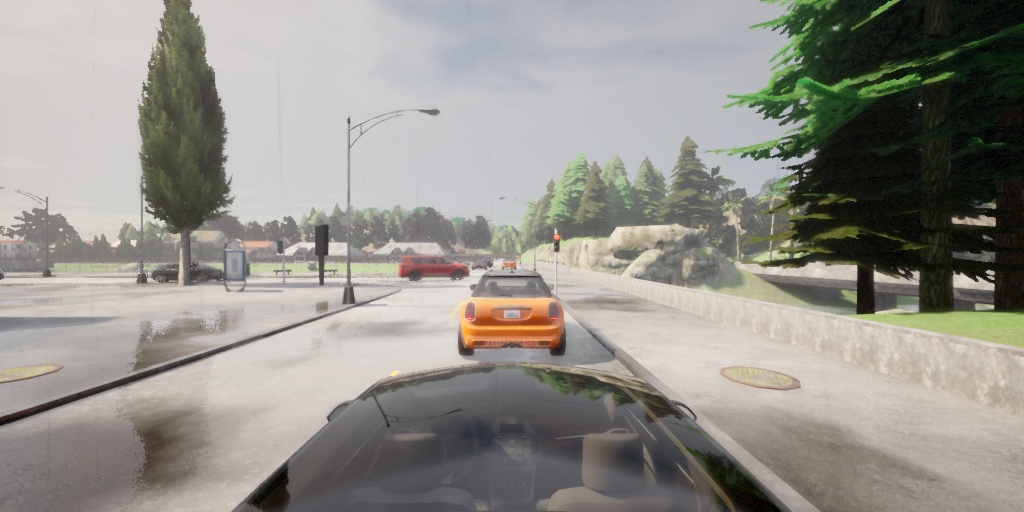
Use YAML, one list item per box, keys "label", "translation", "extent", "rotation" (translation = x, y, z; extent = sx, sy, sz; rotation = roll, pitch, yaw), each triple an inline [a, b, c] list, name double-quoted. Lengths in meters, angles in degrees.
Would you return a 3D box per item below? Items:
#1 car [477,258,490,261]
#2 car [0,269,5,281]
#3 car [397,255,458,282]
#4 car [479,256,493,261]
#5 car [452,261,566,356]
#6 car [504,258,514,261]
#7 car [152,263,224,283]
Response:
- label: "car"
  translation: [-4.549, 1.314, 51.197]
  extent: [1.994, 1.385, 4.181]
  rotation: [0, 0, 0]
- label: "car"
  translation: [-41.307, 1.105, 26.816]
  extent: [4.553, 1.767, 2.097]
  rotation: [0, 0, -1]
- label: "car"
  translation: [-6.212, 0.972, 28.470]
  extent: [5.566, 2.045, 2.150]
  rotation: [0, 1, -21]
- label: "car"
  translation: [-4.622, 0.971, 60.793]
  extent: [2.150, 2.045, 5.566]
  rotation: [0, 0, 0]
- label: "car"
  translation: [-0.003, 1.102, 8.792]
  extent: [2.097, 1.767, 4.553]
  rotation: [0, 0, 0]
- label: "car"
  translation: [-0.413, 1.102, 55.289]
  extent: [2.097, 1.767, 4.553]
  rotation: [0, 0, 0]
- label: "car"
  translation: [-24.039, 1.256, 26.975]
  extent: [4.892, 1.490, 1.837]
  rotation: [0, 0, -1]
